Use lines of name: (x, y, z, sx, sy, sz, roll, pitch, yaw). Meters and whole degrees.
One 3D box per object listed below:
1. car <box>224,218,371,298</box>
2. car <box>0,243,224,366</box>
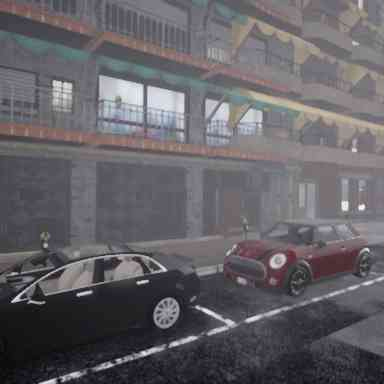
car: (2.729, 1.430, 8.471, 4.097, 1.590, 1.967, 0, 1, -35)
car: (-1.880, 1.549, 5.201, 4.403, 1.369, 2.008, 0, 1, -35)
